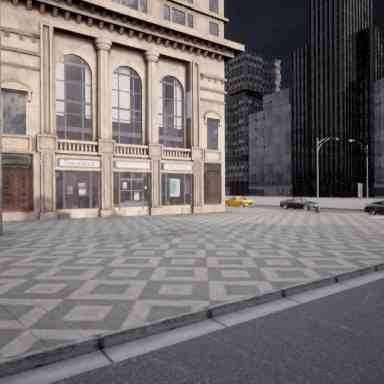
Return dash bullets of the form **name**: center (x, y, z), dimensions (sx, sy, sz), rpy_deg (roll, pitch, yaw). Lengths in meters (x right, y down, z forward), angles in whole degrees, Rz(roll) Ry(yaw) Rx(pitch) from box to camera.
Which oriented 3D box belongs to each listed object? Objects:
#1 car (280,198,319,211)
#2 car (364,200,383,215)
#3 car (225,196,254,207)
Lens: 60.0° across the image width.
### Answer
- **car**: center (12.414, 1.414, 38.500), dimensions (2.128, 1.511, 4.902), rpy_deg (-1, 0, -34)
- **car**: center (18.091, 1.477, 30.159), dimensions (1.812, 1.442, 4.674), rpy_deg (-1, 0, -34)
- **car**: center (6.629, 1.371, 47.046), dimensions (1.882, 1.535, 5.008), rpy_deg (-1, 1, -34)
